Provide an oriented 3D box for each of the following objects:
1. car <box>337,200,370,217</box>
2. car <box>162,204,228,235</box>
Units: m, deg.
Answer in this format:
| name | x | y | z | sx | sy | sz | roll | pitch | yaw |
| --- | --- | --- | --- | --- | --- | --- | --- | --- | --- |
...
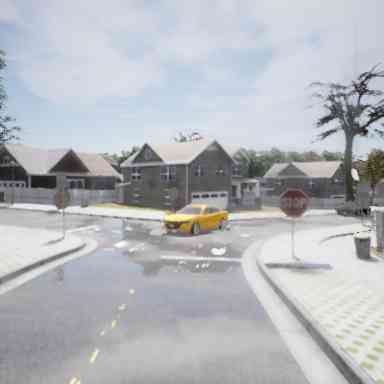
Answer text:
| name | x | y | z | sx | sy | sz | roll | pitch | yaw |
| --- | --- | --- | --- | --- | --- | --- | --- | --- | --- |
| car | 17.773 | 1.701 | 36.539 | 4.553 | 1.767 | 2.097 | 1 | 1 | -43 |
| car | 0.302 | 1.471 | 18.969 | 1.882 | 1.535 | 5.008 | 0 | 0 | 33 |
